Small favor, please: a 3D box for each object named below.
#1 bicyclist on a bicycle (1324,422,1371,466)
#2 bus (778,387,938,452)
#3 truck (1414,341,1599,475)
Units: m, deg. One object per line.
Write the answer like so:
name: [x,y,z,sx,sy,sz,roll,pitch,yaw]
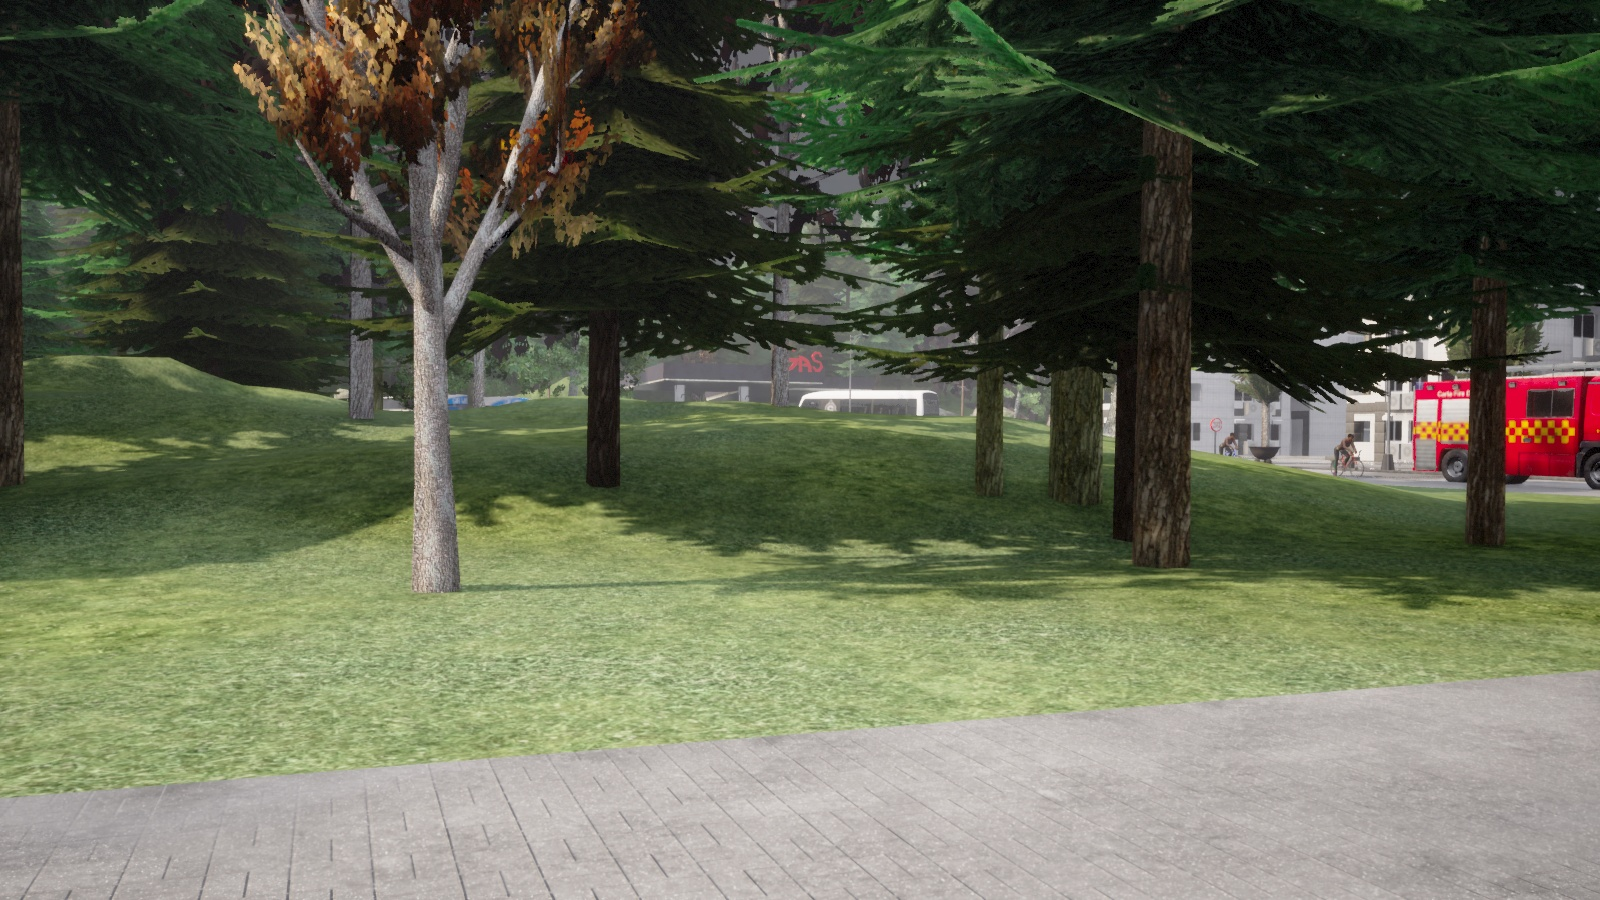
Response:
bicyclist on a bicycle: [20.321,-0.227,46.636,0.582,1.620,1.656,-1,1,-20]
bus: [3.966,-2.028,86.300,10.273,4.253,3.944,0,1,29]
truck: [23.339,-1.245,38.456,2.891,3.827,8.468,-1,1,-20]
